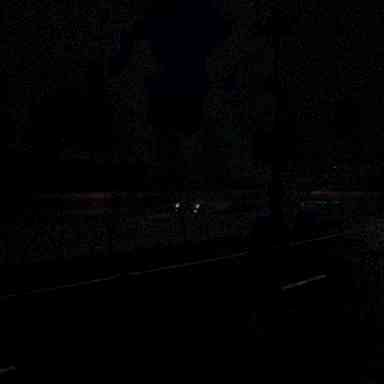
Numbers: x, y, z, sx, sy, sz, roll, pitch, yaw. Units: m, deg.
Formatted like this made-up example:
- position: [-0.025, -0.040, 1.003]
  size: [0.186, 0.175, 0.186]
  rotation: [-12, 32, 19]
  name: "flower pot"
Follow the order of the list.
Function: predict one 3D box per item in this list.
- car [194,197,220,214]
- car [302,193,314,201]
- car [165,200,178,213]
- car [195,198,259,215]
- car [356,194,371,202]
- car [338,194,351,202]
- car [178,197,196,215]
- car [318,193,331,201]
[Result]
- position: [2.840, 1.402, 29.249]
  size: [5.008, 1.535, 1.882]
  rotation: [-1, 0, -44]
  name: "car"
- position: [23.814, 1.023, 68.052]
  size: [1.837, 1.490, 4.892]
  rotation: [-1, 0, 28]
  name: "car"
- position: [-0.682, 1.327, 35.575]
  size: [4.553, 1.767, 2.097]
  rotation: [-1, 0, -45]
  name: "car"
- position: [2.902, 1.406, 24.525]
  size: [5.008, 1.535, 1.882]
  rotation: [-1, 0, -43]
  name: "car"
- position: [28.387, 1.033, 55.019]
  size: [1.994, 1.385, 4.181]
  rotation: [-1, 0, 33]
  name: "car"
- position: [28.073, 1.062, 61.273]
  size: [1.895, 1.301, 4.718]
  rotation: [-1, 0, 30]
  name: "car"
- position: [1.249, 1.298, 32.569]
  size: [4.553, 1.767, 2.097]
  rotation: [-1, 0, -44]
  name: "car"
- position: [25.288, 1.031, 63.455]
  size: [2.128, 1.511, 4.902]
  rotation: [-1, 0, 30]
  name: "car"
